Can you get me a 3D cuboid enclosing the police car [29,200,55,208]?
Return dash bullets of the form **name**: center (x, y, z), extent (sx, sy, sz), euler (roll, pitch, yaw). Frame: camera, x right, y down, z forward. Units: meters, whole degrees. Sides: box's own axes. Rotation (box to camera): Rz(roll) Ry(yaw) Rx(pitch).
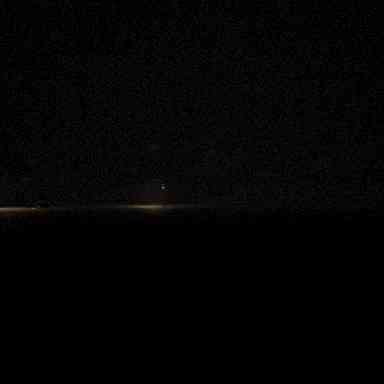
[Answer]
- **police car**: center (-31.459, 2.550, 70.022), extent (1.930, 1.638, 5.238), euler (1, -1, 36)
